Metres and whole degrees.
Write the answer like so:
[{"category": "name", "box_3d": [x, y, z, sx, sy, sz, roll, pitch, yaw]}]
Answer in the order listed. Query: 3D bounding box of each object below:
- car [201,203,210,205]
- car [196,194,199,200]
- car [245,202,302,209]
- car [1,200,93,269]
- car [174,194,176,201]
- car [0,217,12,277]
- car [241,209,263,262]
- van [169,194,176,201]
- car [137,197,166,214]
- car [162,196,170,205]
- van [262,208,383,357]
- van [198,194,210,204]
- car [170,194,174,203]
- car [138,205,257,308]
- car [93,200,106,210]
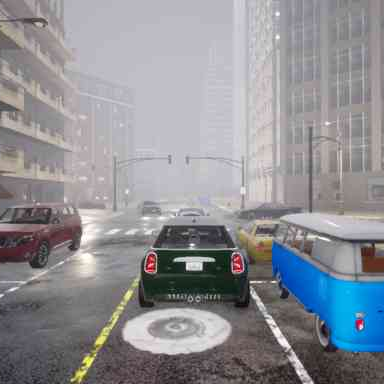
[{"category": "car", "box_3d": [-0.030, 1.536, 17.141, 1.812, 1.442, 4.674, 0, 0, 0]}, {"category": "car", "box_3d": [2.424, 1.703, 82.618, 1.887, 1.381, 4.507, 0, 0, 0]}, {"category": "car", "box_3d": [5.924, 1.490, 25.821, 5.357, 1.411, 2.033, -1, 0, -7]}, {"category": "car", "box_3d": [-5.329, 1.320, 11.394, 2.192, 1.841, 5.009, 0, 0, 0]}, {"category": "car", "box_3d": [-5.446, 1.705, 77.053, 1.947, 1.339, 4.313, 0, 0, 0]}, {"category": "car", "box_3d": [-5.320, 1.442, 5.858, 1.967, 1.590, 4.097, 0, 0, 0]}, {"category": "car", "box_3d": [2.549, 1.531, 11.584, 1.752, 1.417, 4.829, 0, 0, 0]}, {"category": "van", "box_3d": [-5.474, 1.541, 93.709, 1.690, 1.788, 3.998, 0, 0, 0]}, {"category": "car", "box_3d": [-4.223, 1.535, 32.701, 1.837, 1.490, 4.892, 0, 0, -17]}, {"category": "car", "box_3d": [-5.416, 1.612, 60.225, 1.752, 1.417, 4.829, 0, 0, 0]}, {"category": "van", "box_3d": [2.561, 1.343, 5.878, 1.690, 1.788, 3.998, 0, 0, 0]}, {"category": "van", "box_3d": [2.464, 1.429, 60.409, 1.690, 1.788, 3.998, 0, 0, 0]}, {"category": "car", "box_3d": [-5.436, 1.561, 71.501, 1.967, 1.590, 4.097, 0, 0, 0]}, {"category": "car", "box_3d": [0.050, 1.355, 8.098, 2.097, 1.767, 4.553, 0, 0, 0]}, {"category": "car", "box_3d": [-13.294, 1.705, 44.232, 4.181, 1.385, 1.994, -1, -1, 40]}]
